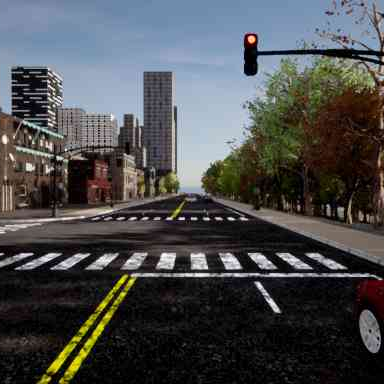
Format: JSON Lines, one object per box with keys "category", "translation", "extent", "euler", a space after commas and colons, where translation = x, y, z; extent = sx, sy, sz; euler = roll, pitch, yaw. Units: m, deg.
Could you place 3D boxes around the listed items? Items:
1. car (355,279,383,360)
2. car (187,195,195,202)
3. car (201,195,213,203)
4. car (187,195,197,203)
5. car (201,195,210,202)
{"category": "car", "translation": [3.344, 1.477, 2.928], "extent": [1.882, 1.535, 5.008], "euler": [0, 0, 0]}
{"category": "car", "translation": [-0.167, 1.469, 77.348], "extent": [1.837, 1.490, 4.892], "euler": [0, 0, 0]}
{"category": "car", "translation": [3.206, 1.523, 65.794], "extent": [2.033, 1.411, 5.357], "euler": [0, 0, 0]}
{"category": "car", "translation": [-0.045, 1.575, 67.309], "extent": [1.895, 1.301, 4.718], "euler": [0, 0, 0]}
{"category": "car", "translation": [3.088, 1.469, 76.289], "extent": [1.837, 1.490, 4.892], "euler": [0, 0, 0]}
